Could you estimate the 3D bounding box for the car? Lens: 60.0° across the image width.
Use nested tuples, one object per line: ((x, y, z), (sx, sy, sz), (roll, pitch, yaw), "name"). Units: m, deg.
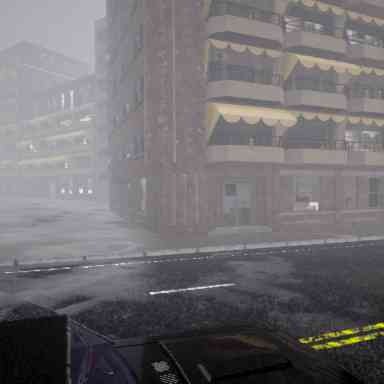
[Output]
((-0.918, 1.601, 2.062), (4.718, 1.301, 1.895), (0, 0, -21), "car")
